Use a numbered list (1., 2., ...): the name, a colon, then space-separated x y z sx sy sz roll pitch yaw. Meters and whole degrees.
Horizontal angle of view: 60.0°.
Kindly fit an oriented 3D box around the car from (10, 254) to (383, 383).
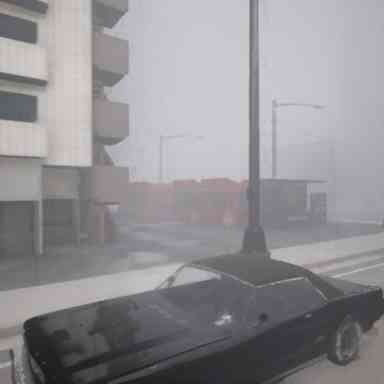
1. car: 0.393 1.592 4.235 4.718 1.301 1.895 0 0 -35
